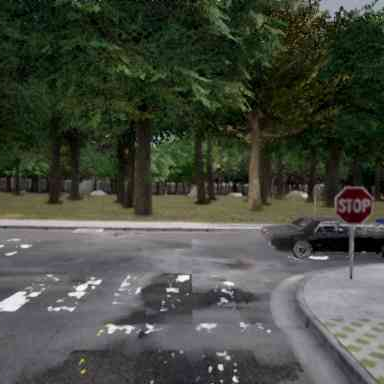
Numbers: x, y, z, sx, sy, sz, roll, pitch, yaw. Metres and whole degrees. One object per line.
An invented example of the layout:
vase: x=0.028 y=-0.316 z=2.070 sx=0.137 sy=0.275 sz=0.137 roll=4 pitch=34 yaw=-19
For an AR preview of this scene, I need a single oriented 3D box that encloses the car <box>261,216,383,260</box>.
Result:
car: x=4.914 y=1.523 z=11.566 sx=4.718 sy=1.301 sz=1.895 roll=0 pitch=2 yaw=0
